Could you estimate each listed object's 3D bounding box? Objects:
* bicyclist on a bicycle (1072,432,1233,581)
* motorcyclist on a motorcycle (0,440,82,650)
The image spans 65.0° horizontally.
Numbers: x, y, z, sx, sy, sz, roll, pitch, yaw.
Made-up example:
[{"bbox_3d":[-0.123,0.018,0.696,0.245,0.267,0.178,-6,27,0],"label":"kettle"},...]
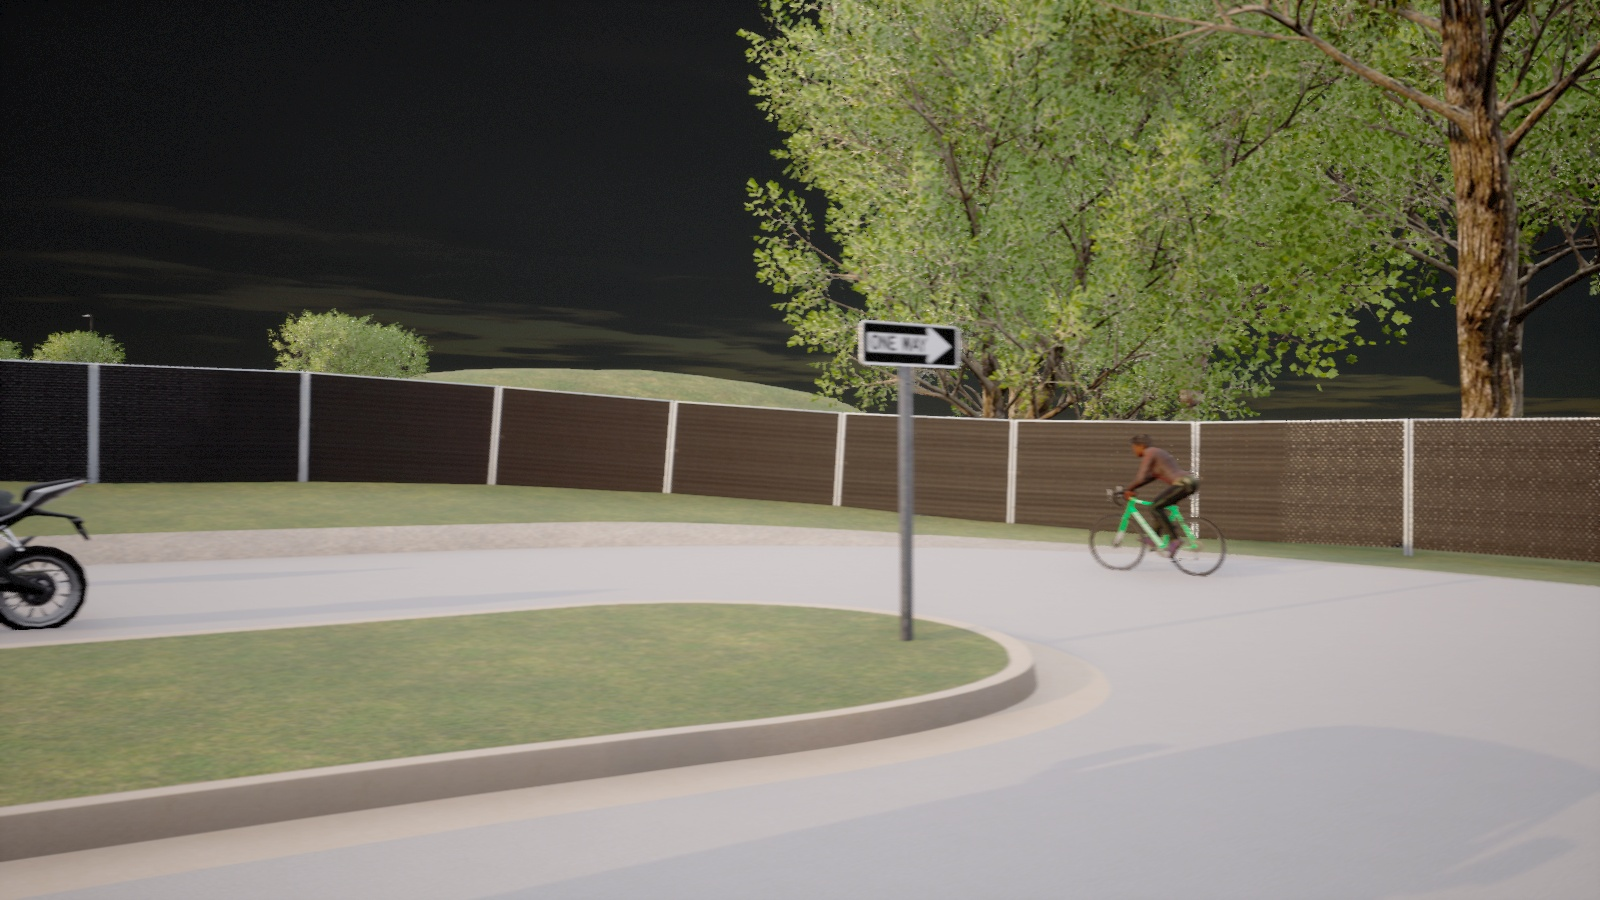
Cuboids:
[{"bbox_3d":[4.052,0.620,14.497,1.656,1.620,0.582,0,2,40],"label":"bicyclist on a bicycle"},{"bbox_3d":[-6.550,0.686,9.148,2.191,1.530,0.866,0,0,-37],"label":"motorcyclist on a motorcycle"}]
